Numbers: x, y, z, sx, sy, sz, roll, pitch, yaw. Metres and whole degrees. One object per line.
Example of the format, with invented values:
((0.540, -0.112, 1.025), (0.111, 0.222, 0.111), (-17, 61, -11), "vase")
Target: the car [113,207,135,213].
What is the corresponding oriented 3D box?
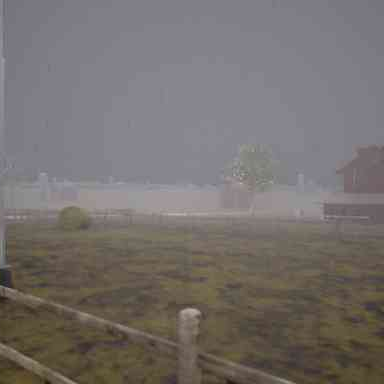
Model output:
((-14.370, 3.757, 70.263), (1.895, 1.301, 4.718), (0, -2, 35), "car")
